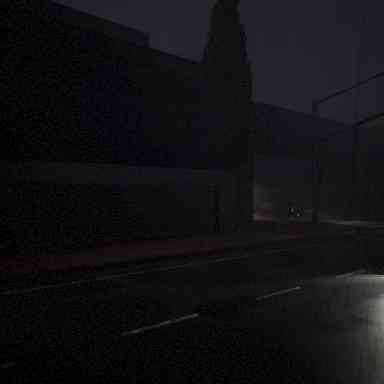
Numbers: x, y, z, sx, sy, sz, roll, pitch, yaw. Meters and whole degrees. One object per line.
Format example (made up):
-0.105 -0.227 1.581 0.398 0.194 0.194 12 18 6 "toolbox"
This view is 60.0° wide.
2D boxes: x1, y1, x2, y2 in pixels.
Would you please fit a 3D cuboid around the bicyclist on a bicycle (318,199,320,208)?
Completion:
16.217 1.313 43.261 1.656 1.620 0.582 0 0 -37 "bicyclist on a bicycle"

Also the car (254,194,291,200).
8.689 1.228 34.156 2.150 2.045 5.566 0 0 -36 "car"

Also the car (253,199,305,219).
7.627 1.606 29.725 1.895 1.301 4.718 0 0 -37 "car"
